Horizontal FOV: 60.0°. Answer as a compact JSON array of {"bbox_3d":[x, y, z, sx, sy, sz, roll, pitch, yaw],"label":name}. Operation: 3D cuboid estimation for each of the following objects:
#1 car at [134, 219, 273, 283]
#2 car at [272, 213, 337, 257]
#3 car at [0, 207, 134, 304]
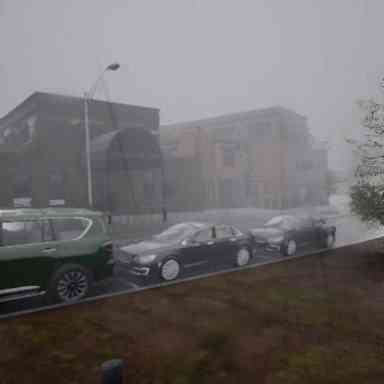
[{"bbox_3d":[0.033,1.661,10.557,4.892,1.521,2.231,0,2,-39],"label":"car"},{"bbox_3d":[4.332,1.661,14.132,4.892,1.521,2.231,0,2,-40],"label":"car"},{"bbox_3d":[-4.411,1.410,7.107,5.566,2.045,2.435,0,2,-37],"label":"car"}]
